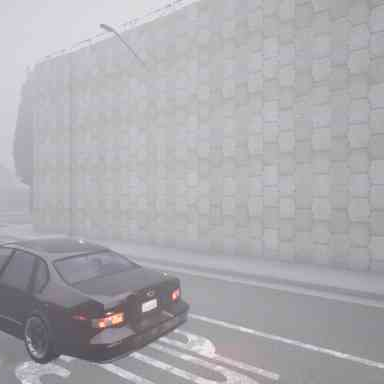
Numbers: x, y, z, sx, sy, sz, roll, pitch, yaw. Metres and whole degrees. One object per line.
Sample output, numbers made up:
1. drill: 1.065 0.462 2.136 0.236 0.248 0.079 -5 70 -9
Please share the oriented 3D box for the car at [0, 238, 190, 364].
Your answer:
1. car: -2.611 1.547 5.841 5.357 1.411 2.033 0 0 35
